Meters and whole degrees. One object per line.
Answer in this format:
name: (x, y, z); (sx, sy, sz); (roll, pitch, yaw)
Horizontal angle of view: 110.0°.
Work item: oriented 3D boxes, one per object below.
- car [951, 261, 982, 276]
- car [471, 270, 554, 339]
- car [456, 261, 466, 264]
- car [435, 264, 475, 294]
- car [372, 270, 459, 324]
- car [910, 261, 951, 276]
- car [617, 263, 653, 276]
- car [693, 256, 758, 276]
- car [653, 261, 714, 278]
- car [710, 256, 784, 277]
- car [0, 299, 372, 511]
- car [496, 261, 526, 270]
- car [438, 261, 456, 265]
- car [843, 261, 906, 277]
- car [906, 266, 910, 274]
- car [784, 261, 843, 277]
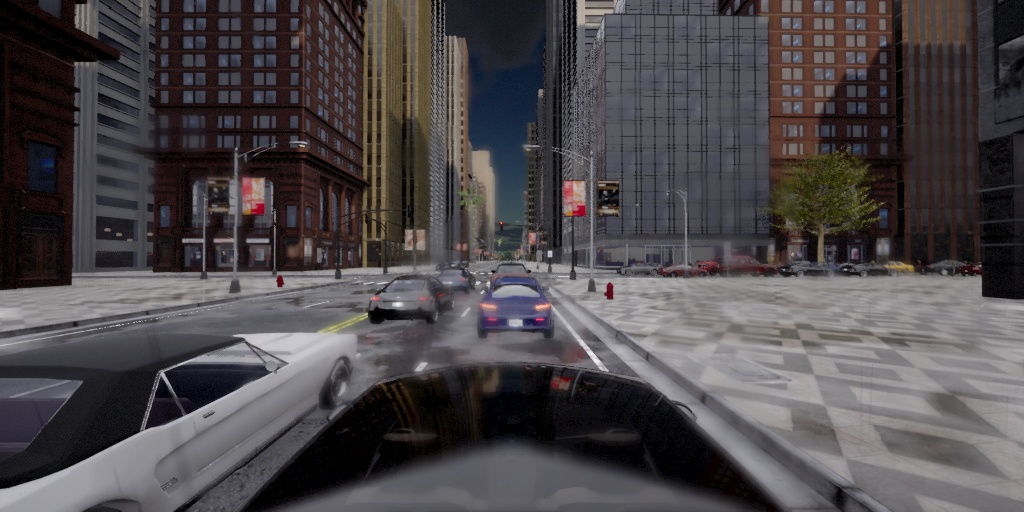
car: (43.445, 1.214, 32.565); (4.507, 1.381, 1.888); (0, 0, -1)
car: (0.088, 1.284, 10.027); (1.812, 1.442, 4.674); (0, 0, 0)
car: (-9.938, 1.545, 63.028); (2.128, 1.511, 4.902); (0, 0, 0)
car: (-3.187, 1.353, 20.402); (1.994, 1.385, 4.181); (0, 0, 0)
car: (-3.171, 1.327, 12.014); (1.994, 1.385, 4.181); (0, 0, 0)
car: (42.734, 1.206, 35.178); (4.892, 1.490, 1.837); (0, -1, -1)
car: (13.214, 1.384, 37.813); (4.181, 1.385, 1.994); (0, -1, -1)
car: (22.516, 1.011, 37.978); (5.566, 2.045, 2.150); (0, -1, -1)
car: (15.257, 1.327, 32.072); (4.207, 1.307, 1.802); (0, 0, -1)
car: (20.896, 1.041, 32.170); (5.009, 1.841, 2.192); (0, 0, -1)
car: (-3.156, 1.351, 3.191); (1.895, 1.301, 4.718); (0, 0, 0)
car: (-0.034, 1.135, 19.012); (2.097, 1.767, 4.553); (0, 0, 0)
car: (-9.941, 1.544, 52.742); (1.994, 1.385, 4.181); (0, 0, 0)
car: (32.169, 1.260, 32.367); (4.313, 1.339, 1.948); (0, 0, -1)
car: (43.132, 1.296, 41.085); (4.829, 1.417, 1.751); (0, 0, -1)
car: (26.533, 1.276, 32.269); (4.313, 1.339, 1.948); (0, 0, -1)
